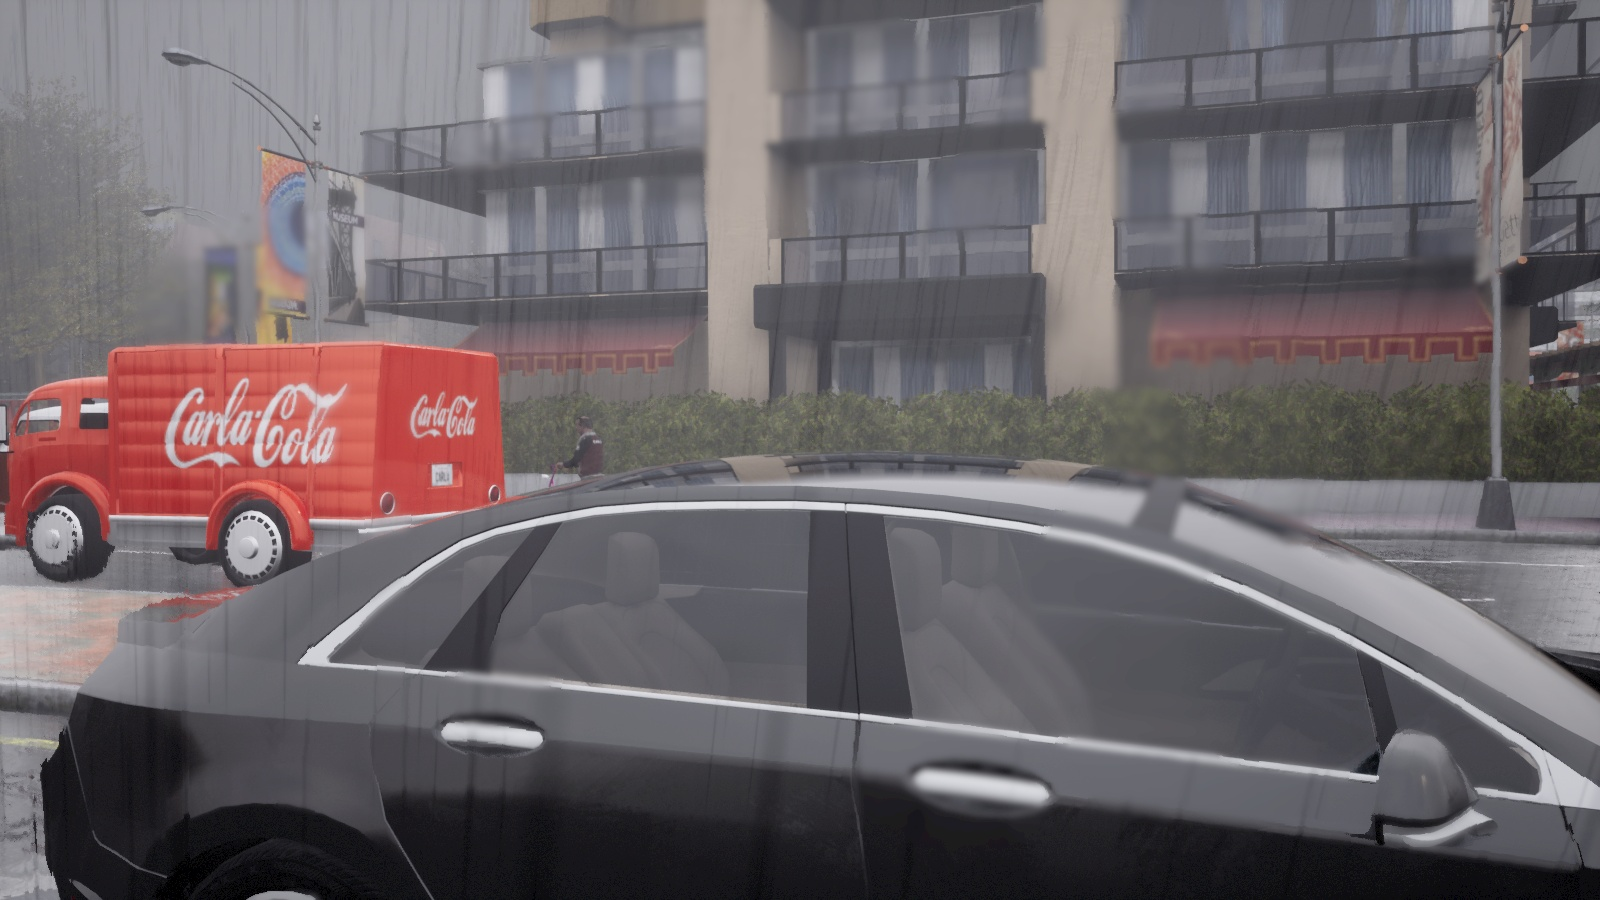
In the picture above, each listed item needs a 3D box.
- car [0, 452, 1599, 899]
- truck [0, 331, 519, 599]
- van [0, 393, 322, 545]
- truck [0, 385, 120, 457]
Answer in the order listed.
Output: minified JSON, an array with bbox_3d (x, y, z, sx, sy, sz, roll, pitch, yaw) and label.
[{"bbox_3d":[0.540,0.785,3.011,4.892,1.490,1.837,1,1,19],"label":"car"},{"bbox_3d":[-6.039,0.099,13.653,5.204,2.467,2.627,1,1,19],"label":"truck"},{"bbox_3d":[-9.596,0.218,18.508,4.480,2.038,2.069,1,1,19],"label":"van"},{"bbox_3d":[-42.201,-1.612,69.671,8.468,3.827,2.891,1,1,19],"label":"truck"}]
